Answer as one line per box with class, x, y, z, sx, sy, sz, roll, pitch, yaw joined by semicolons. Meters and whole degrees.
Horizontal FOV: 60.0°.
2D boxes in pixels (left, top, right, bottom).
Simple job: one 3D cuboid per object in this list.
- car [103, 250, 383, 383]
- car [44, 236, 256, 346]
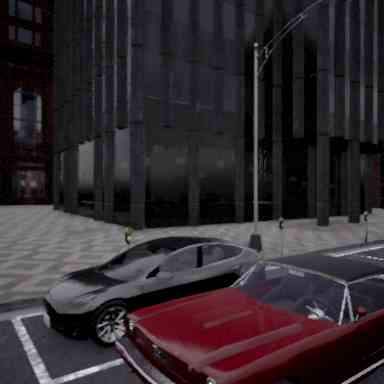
car;1.473;1.609;4.427;4.718;1.301;1.895;0;0;-36
car;-0.437;1.573;6.336;4.313;1.339;1.947;0;0;-36
